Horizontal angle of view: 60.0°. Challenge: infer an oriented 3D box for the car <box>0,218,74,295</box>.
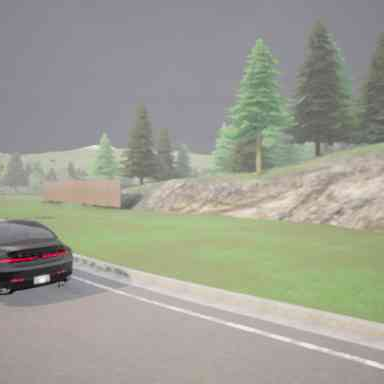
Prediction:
[{"bbox_3d":[-4.682,1.398,8.012,4.892,1.490,1.837,1,1,42],"label":"car"}]
